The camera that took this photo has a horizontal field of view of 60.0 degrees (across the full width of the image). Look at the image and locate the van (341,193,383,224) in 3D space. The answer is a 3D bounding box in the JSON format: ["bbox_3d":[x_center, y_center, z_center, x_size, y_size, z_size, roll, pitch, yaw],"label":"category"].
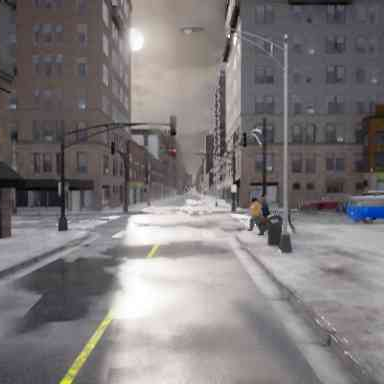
[{"bbox_3d":[12.216,1.139,21.551,3.998,1.788,1.690,-1,1,0],"label":"van"}]

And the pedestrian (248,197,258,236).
[{"bbox_3d":[3.135,1.092,16.485,0.375,1.860,0.375,0,1,0],"label":"pedestrian"}]

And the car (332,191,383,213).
[{"bbox_3d":[15.003,0.926,27.409,5.566,2.045,2.150,-1,1,1],"label":"car"}]

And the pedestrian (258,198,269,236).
[{"bbox_3d":[3.383,1.092,15.284,0.375,1.860,0.375,0,1,0],"label":"pedestrian"}]

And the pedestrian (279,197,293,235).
[{"bbox_3d":[4.474,1.089,15.878,0.375,1.860,0.375,0,1,0],"label":"pedestrian"}]

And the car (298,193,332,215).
[{"bbox_3d":[12.237,1.028,30.075,5.009,1.841,2.192,-1,1,0],"label":"car"}]
